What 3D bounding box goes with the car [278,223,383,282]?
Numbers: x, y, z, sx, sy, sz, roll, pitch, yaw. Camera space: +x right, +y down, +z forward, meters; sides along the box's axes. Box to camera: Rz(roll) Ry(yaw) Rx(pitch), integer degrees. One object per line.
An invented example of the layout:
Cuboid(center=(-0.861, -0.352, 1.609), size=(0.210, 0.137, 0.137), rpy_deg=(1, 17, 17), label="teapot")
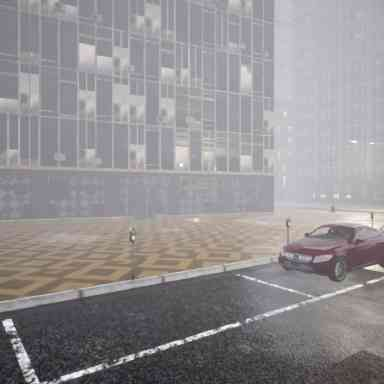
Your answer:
Cuboid(center=(4.325, 1.579, 9.657), size=(4.206, 1.307, 1.802), rpy_deg=(0, 0, -36), label="car")
